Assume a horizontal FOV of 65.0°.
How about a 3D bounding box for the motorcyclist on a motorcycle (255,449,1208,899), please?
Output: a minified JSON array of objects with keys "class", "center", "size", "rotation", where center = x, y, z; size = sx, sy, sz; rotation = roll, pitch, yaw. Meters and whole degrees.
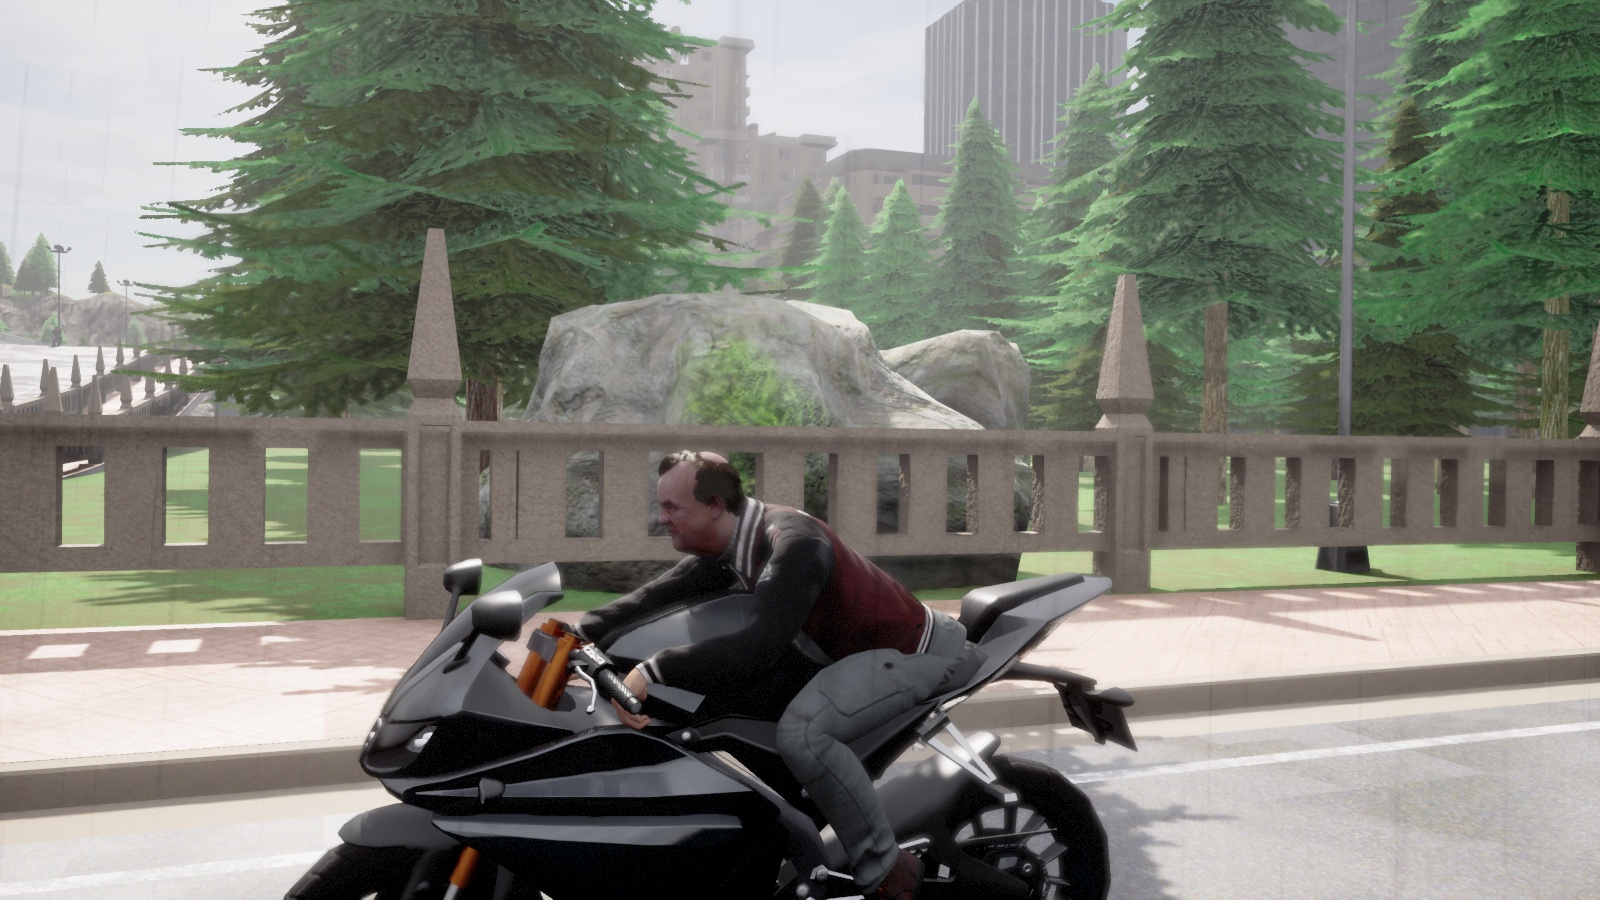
[{"class":"motorcyclist on a motorcycle","center":[-0.153,0.783,3.181],"size":[2.191,1.530,0.866],"rotation":[-1,1,-21]}]
